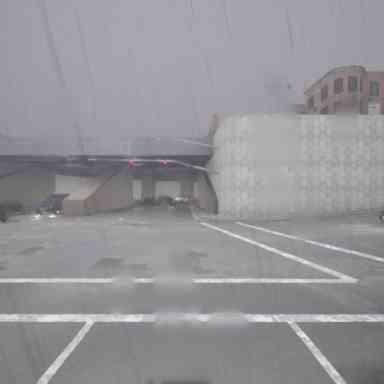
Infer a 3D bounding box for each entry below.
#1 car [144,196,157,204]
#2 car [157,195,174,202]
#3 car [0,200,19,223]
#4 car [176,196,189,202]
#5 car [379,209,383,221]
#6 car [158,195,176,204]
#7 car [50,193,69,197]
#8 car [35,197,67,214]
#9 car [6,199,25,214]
[{"bbox_3d":[-8.112,1.543,65.004,2.033,1.411,5.357,0,0,4],"label":"car"},{"bbox_3d":[-5.967,1.495,75.436,1.837,1.490,4.892,0,0,24],"label":"car"},{"bbox_3d":[-14.222,1.546,22.772,2.033,1.411,5.357,0,0,-6],"label":"car"},{"bbox_3d":[-2.287,1.519,75.182,1.812,1.442,4.674,0,0,28],"label":"car"},{"bbox_3d":[12.783,0.872,18.231,4.674,1.442,1.812,-7,0,-1],"label":"car"},{"bbox_3d":[-4.749,1.487,63.024,2.128,1.511,4.902,0,0,2],"label":"car"},{"bbox_3d":[-18.703,1.219,46.524,2.150,2.045,5.566,0,0,-1],"label":"car"},{"bbox_3d":[-14.904,1.523,35.410,1.812,1.442,4.674,0,0,-1],"label":"car"},{"bbox_3d":[-18.336,1.489,32.802,2.128,1.511,4.902,0,0,-2],"label":"car"}]
